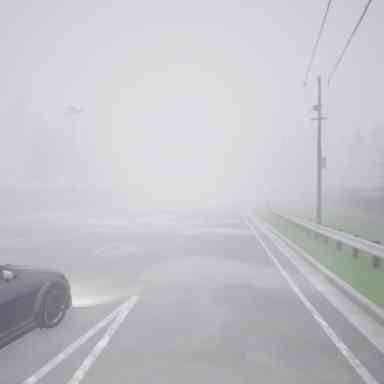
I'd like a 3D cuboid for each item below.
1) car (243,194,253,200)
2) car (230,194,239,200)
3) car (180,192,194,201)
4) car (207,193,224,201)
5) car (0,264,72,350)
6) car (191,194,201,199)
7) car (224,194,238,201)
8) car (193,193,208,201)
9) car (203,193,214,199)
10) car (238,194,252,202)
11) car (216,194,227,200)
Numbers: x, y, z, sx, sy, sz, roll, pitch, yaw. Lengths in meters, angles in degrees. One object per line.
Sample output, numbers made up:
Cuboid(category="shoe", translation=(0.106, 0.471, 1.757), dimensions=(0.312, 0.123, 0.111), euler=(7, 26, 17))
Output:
Cuboid(category="car", translation=(14.706, 1.254, 87.177), dimensions=(2.128, 1.511, 4.902), euler=(0, 0, 12))
Cuboid(category="car", translation=(11.289, 1.267, 87.932), dimensions=(1.994, 1.385, 4.181), euler=(0, 0, 12))
Cuboid(category="car", translation=(-1.205, 1.064, 80.052), dimensions=(2.150, 2.045, 5.566), euler=(0, 0, 12))
Cuboid(category="car", translation=(5.623, 1.394, 78.513), dimensions=(2.128, 1.511, 4.902), euler=(0, 0, 12))
Cuboid(category="car", translation=(-3.470, 1.541, 4.455), dimensions=(1.994, 1.385, 4.181), euler=(0, 0, 12))
Cuboid(category="car", translation=(1.042, 1.265, 90.227), dimensions=(1.895, 1.301, 4.718), euler=(0, 0, 12))
Cuboid(category="car", translation=(9.136, 1.479, 78.194), dimensions=(1.895, 1.301, 4.718), euler=(0, 0, 12))
Cuboid(category="car", translation=(2.301, 1.449, 79.704), dimensions=(1.895, 1.301, 4.718), euler=(0, 0, 12))
Cuboid(category="car", translation=(4.448, 1.040, 89.413), dimensions=(2.097, 1.767, 4.553), euler=(0, 0, 12))
Cuboid(category="car", translation=(12.458, 1.423, 77.003), dimensions=(2.128, 1.511, 4.902), euler=(0, 0, 12))
Cuboid(category="car", translation=(7.871, 1.224, 88.687), dimensions=(2.128, 1.511, 4.902), euler=(0, 0, 12))
